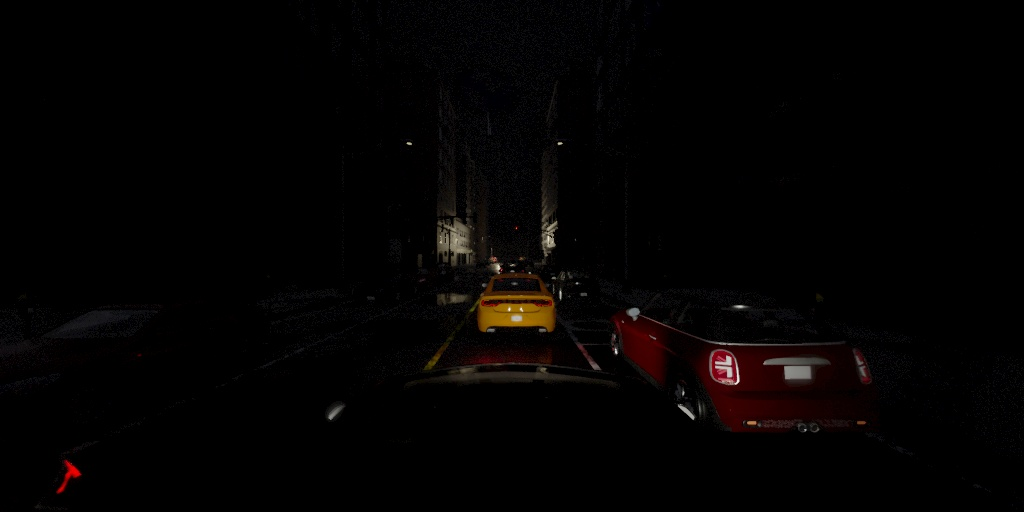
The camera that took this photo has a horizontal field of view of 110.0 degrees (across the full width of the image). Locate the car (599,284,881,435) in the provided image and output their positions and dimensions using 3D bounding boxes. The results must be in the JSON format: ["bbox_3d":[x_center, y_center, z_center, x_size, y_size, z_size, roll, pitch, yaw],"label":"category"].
[{"bbox_3d":[2.863,1.191,5.523,1.967,1.591,4.097,0,0,0],"label":"car"}]

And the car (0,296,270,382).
[{"bbox_3d":[-5.663,1.333,5.536,1.802,1.307,4.207,0,0,0],"label":"car"}]

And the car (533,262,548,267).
[{"bbox_3d":[2.897,1.324,27.528,1.948,1.339,4.313,0,0,0],"label":"car"}]

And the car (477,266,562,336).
[{"bbox_3d":[0.111,1.230,10.410,1.882,1.535,5.008,0,0,0],"label":"car"}]

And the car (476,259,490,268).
[{"bbox_3d":[-5.535,1.388,64.643,1.802,1.307,4.207,0,0,0],"label":"car"}]

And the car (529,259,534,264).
[{"bbox_3d":[2.991,1.246,64.617,1.967,1.591,4.097,0,0,0],"label":"car"}]

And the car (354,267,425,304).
[{"bbox_3d":[-5.645,1.320,16.539,1.948,1.339,4.313,0,0,0],"label":"car"}]

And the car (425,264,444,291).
[{"bbox_3d":[-5.637,1.338,22.040,1.802,1.307,4.207,0,0,0],"label":"car"}]

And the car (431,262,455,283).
[{"bbox_3d":[-5.628,1.198,27.542,1.967,1.591,4.097,0,0,0],"label":"car"}]

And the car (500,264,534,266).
[{"bbox_3d":[0.128,1.319,19.398,1.994,1.385,4.181,0,0,0],"label":"car"}]

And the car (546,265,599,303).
[{"bbox_3d":[2.880,1.304,16.525,2.007,1.370,4.403,0,0,0],"label":"car"}]

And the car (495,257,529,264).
[{"bbox_3d":[0.071,1.111,28.130,2.097,1.767,4.553,0,0,1],"label":"car"}]
